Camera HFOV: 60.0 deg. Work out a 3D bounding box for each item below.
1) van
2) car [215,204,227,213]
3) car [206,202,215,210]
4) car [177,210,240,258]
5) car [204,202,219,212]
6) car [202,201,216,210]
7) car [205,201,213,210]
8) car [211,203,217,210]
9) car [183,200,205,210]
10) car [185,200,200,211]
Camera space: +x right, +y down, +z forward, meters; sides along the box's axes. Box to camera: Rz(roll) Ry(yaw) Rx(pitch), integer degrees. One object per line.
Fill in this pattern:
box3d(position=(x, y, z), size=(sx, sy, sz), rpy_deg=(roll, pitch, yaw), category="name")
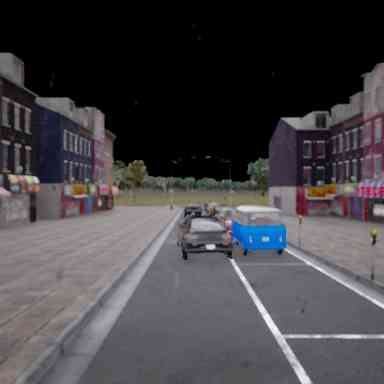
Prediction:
box3d(position=(2.628, 1.484, 13.737), size=(1.690, 1.788, 3.998), rpy_deg=(-1, -1, 0), category="van")
box3d(position=(2.634, 1.640, 19.268), size=(1.967, 1.590, 4.097), rpy_deg=(-1, -1, 0), category="car")
box3d(position=(2.646, 1.881, 30.331), size=(1.947, 1.339, 4.313), rpy_deg=(-1, -1, 0), category="car")
box3d(position=(0.418, 1.663, 13.244), size=(1.812, 1.442, 4.674), rpy_deg=(0, -1, -5), category="car")
box3d(position=(2.660, 2.070, 46.927), size=(1.802, 1.307, 4.206), rpy_deg=(-1, -1, 0), category="car")
box3d(position=(2.664, 2.097, 52.459), size=(2.008, 1.369, 4.403), rpy_deg=(-1, -1, 0), category="car")
box3d(position=(2.654, 1.958, 41.565), size=(1.752, 1.417, 4.829), rpy_deg=(-1, -1, 0), category="car")
box3d(position=(2.641, 1.785, 24.969), size=(1.752, 1.417, 4.829), rpy_deg=(-1, -1, 0), category="car")
box3d(position=(0.125, 1.857, 34.064), size=(1.837, 1.490, 4.892), rpy_deg=(0, -1, 0), category="car")
box3d(position=(0.139, 2.011, 49.978), size=(2.128, 1.511, 4.902), rpy_deg=(0, -1, 0), category="car")
